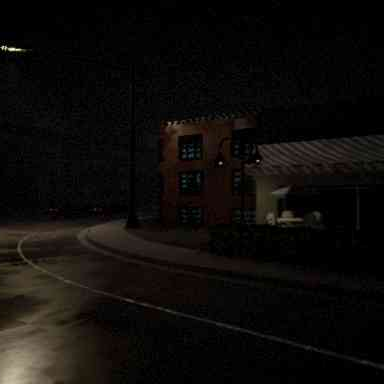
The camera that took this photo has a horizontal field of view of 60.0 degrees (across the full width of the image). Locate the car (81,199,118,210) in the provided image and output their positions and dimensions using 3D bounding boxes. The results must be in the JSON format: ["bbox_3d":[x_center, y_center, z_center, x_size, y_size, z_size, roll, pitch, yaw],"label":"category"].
[{"bbox_3d":[-14.105,1.863,51.020,2.033,1.411,5.357,0,0,34],"label":"car"}]

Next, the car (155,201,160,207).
[{"bbox_3d":[-4.275,1.855,59.256,2.033,1.411,5.357,0,0,35],"label":"car"}]

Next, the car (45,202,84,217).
[{"bbox_3d":[-12.378,1.772,34.036,2.033,1.411,5.357,-1,0,25],"label":"car"}]

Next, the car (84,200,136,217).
[{"bbox_3d":[-8.115,1.753,34.424,2.033,1.411,5.357,-1,0,30],"label":"car"}]
